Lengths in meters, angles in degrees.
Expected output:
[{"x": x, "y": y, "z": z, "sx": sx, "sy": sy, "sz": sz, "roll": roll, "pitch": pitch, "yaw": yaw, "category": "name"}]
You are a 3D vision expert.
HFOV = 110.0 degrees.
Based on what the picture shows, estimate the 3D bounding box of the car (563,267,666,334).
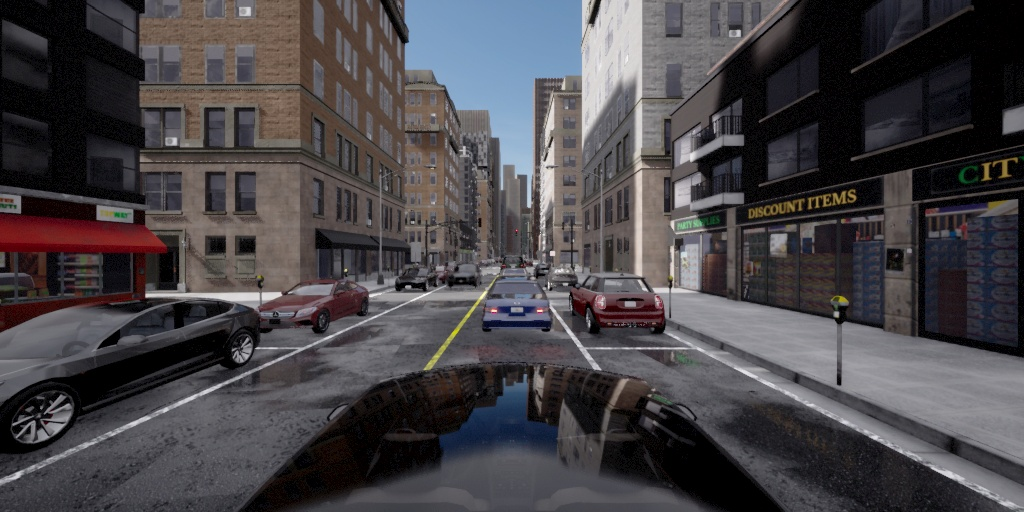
[{"x": 2.874, "y": 1.189, "z": 10.628, "sx": 1.967, "sy": 1.591, "sz": 4.097, "roll": 0, "pitch": 0, "yaw": 0, "category": "car"}]

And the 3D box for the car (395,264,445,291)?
[{"x": -5.626, "y": 1.317, "z": 21.651, "sx": 1.948, "sy": 1.339, "sz": 4.313, "roll": 0, "pitch": 0, "yaw": 0, "category": "car"}]

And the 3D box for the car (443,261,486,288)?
[{"x": -3.029, "y": 1.257, "z": 23.793, "sx": 1.837, "sy": 1.490, "sz": 4.892, "roll": 0, "pitch": 0, "yaw": 0, "category": "car"}]

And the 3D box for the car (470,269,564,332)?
[{"x": 0.120, "y": 1.297, "z": 10.843, "sx": 2.033, "sy": 1.411, "sz": 5.357, "roll": 0, "pitch": 0, "yaw": 0, "category": "car"}]

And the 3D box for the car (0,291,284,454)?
[{"x": -5.665, "y": 1.315, "z": 5.147, "sx": 1.948, "sy": 1.339, "sz": 4.313, "roll": 0, "pitch": 0, "yaw": 0, "category": "car"}]

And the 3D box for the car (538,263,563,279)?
[{"x": 2.899, "y": 1.301, "z": 21.631, "sx": 2.007, "sy": 1.370, "sz": 4.403, "roll": 0, "pitch": 0, "yaw": 0, "category": "car"}]

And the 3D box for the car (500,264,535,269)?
[{"x": 0.142, "y": 1.352, "z": 21.349, "sx": 1.895, "sy": 1.301, "sz": 4.718, "roll": 0, "pitch": 0, "yaw": 0, "category": "car"}]

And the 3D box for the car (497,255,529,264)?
[{"x": 0.075, "y": 0.974, "z": 31.380, "sx": 2.150, "sy": 2.045, "sz": 5.566, "roll": 0, "pitch": 0, "yaw": -1, "category": "car"}]

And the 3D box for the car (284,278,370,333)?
[{"x": -5.652, "y": 1.332, "z": 10.648, "sx": 1.802, "sy": 1.307, "sz": 4.207, "roll": 0, "pitch": 0, "yaw": 0, "category": "car"}]

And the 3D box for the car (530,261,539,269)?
[{"x": 2.926, "y": 1.319, "z": 32.633, "sx": 1.948, "sy": 1.339, "sz": 4.313, "roll": 0, "pitch": 0, "yaw": 0, "category": "car"}]
